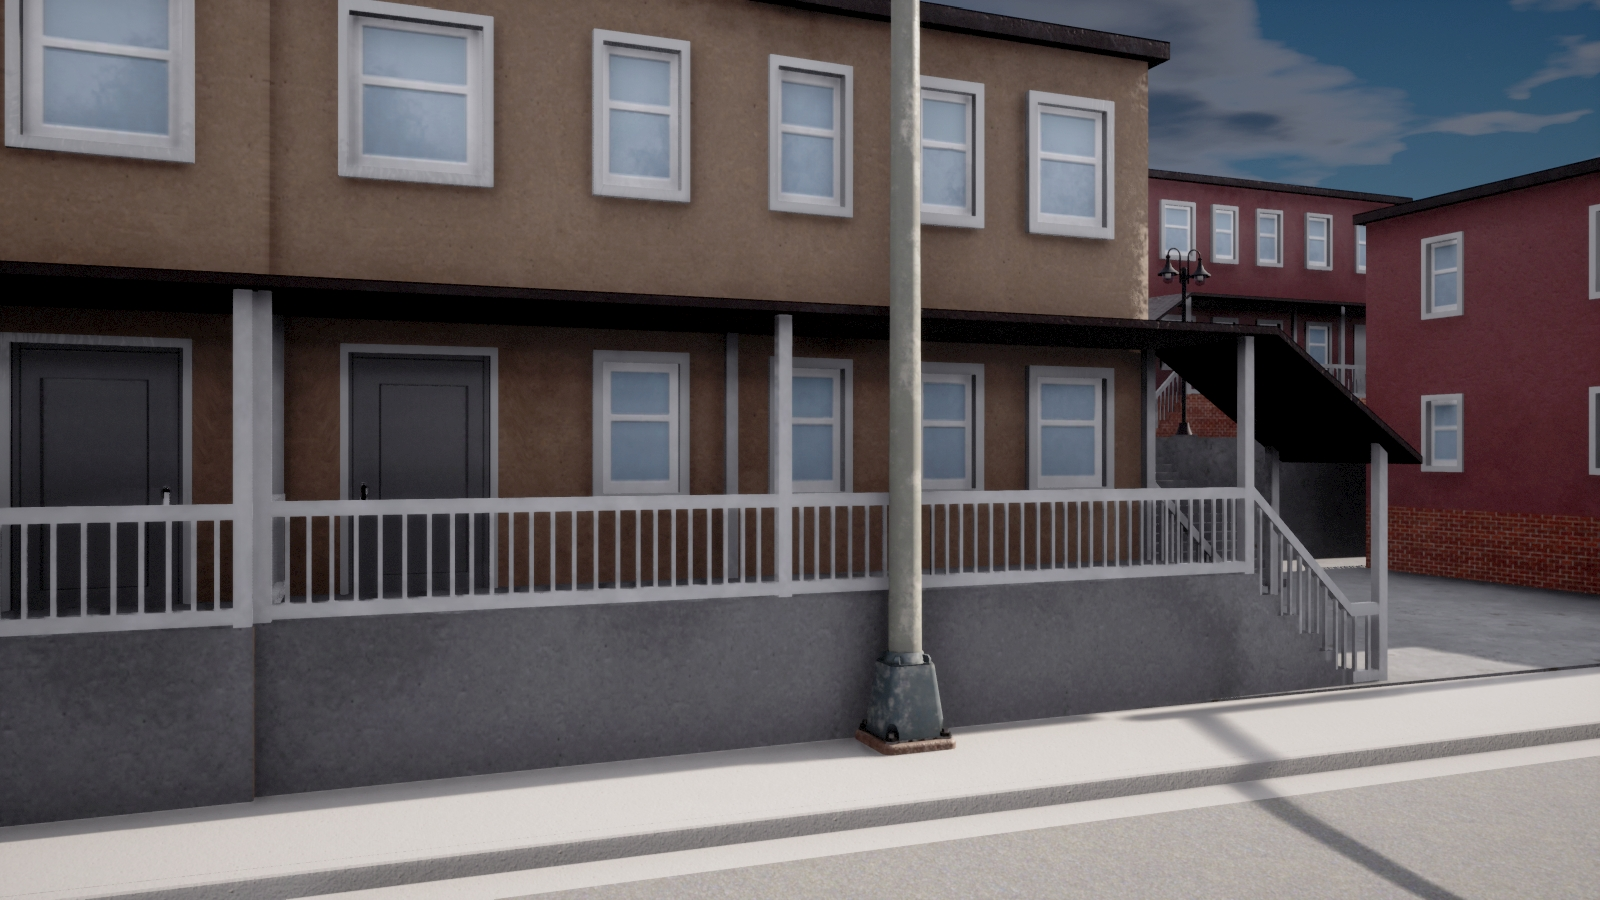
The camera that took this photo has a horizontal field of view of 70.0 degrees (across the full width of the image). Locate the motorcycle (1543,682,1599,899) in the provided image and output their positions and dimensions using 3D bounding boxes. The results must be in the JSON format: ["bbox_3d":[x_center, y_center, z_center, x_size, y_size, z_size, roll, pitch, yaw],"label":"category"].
[{"bbox_3d":[4.395,1.908,4.902,2.356,1.802,0.764,0,0,-20],"label":"motorcycle"}]
